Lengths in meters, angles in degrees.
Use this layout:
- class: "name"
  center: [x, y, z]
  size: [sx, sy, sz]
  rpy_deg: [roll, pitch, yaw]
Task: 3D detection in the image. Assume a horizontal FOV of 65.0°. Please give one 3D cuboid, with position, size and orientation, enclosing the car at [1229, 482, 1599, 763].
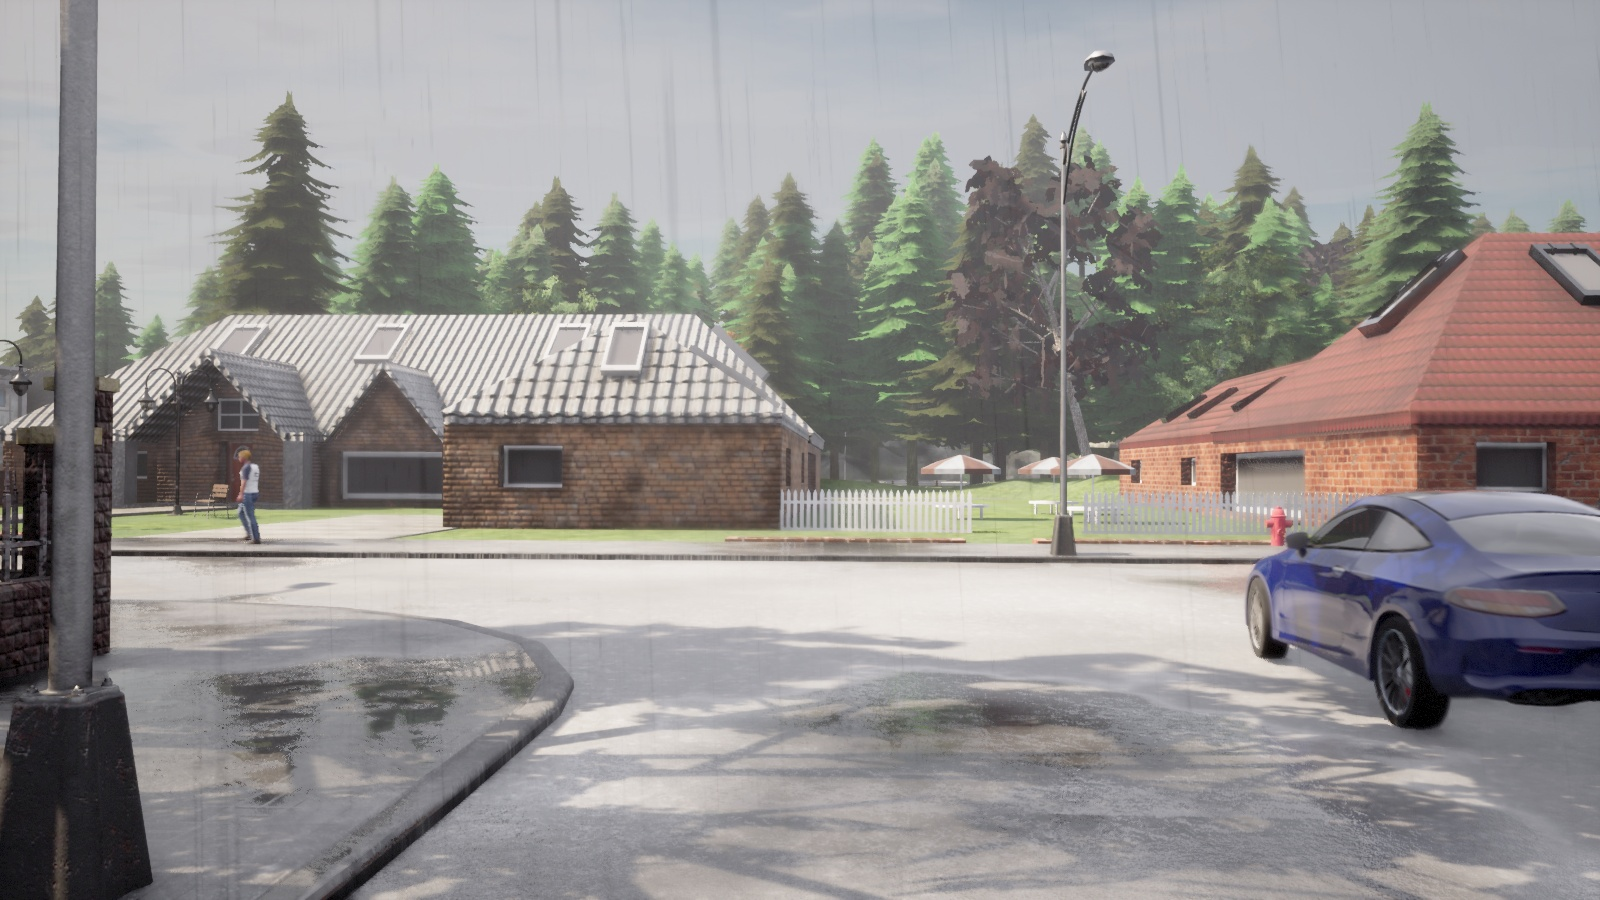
- class: "car"
  center: [4.630, 0.972, 8.966]
  size: [1.812, 1.442, 4.674]
  rpy_deg: [0, -1, 4]

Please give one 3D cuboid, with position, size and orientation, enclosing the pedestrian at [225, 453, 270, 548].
- class: "pedestrian"
  center: [-10.669, 0.971, 24.247]
  size: [0.706, 1.836, 0.354]
  rpy_deg: [0, -1, 2]
